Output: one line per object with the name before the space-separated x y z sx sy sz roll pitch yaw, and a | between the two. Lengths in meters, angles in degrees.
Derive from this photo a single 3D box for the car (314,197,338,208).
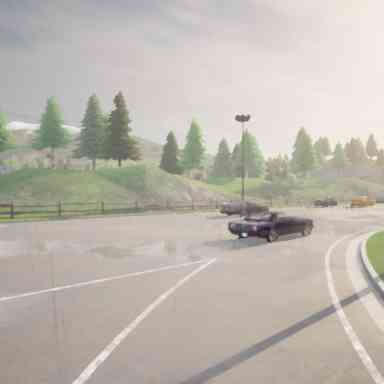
car | 19.613 1.490 48.681 4.674 1.442 1.812 0 0 -41

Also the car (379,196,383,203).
car | 37.162 1.507 64.313 4.181 1.385 1.994 0 0 -41

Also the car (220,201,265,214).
car | 4.935 1.526 31.035 5.357 1.411 2.033 0 0 -41

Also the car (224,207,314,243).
car | 3.978 1.589 16.178 4.718 1.301 1.895 0 0 -41

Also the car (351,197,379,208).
car | 25.156 1.442 48.909 5.008 1.535 1.882 0 0 -41
